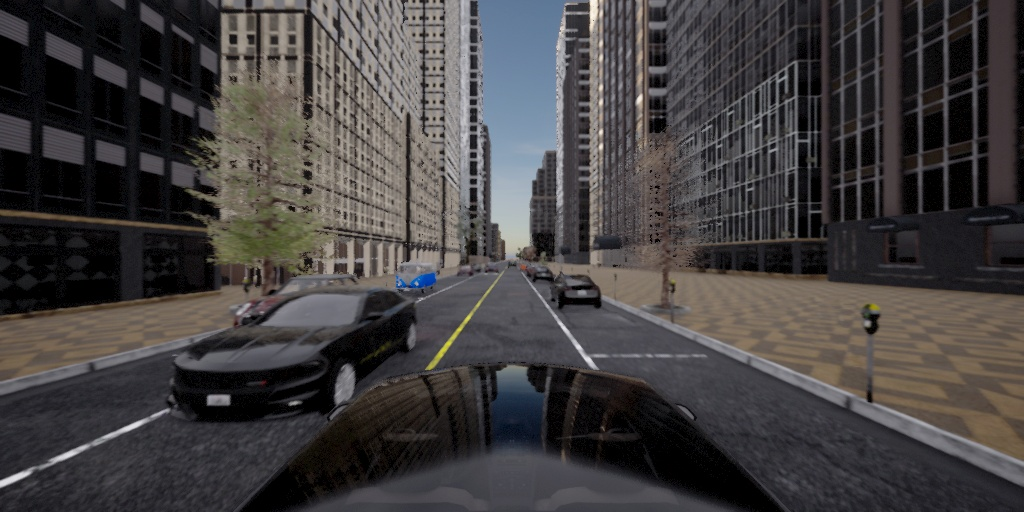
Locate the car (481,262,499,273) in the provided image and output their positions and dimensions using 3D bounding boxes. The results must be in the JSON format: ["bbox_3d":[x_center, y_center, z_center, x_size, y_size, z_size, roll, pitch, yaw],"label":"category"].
[{"bbox_3d":[-3.012,1.850,53.546,1.994,1.385,4.181,0,-1,0],"label":"car"}]

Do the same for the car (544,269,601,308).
[{"bbox_3d":[2.703,1.465,15.846,1.948,1.339,4.313,0,0,0],"label":"car"}]

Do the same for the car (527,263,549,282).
[{"bbox_3d":[2.720,1.641,32.773,1.948,1.339,4.313,0,0,0],"label":"car"}]

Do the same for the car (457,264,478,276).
[{"bbox_3d":[-5.650,1.770,44.067,1.802,1.307,4.207,0,0,0],"label":"car"}]

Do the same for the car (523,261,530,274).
[{"bbox_3d":[2.730,1.631,44.058,1.967,1.591,4.097,0,0,0],"label":"car"}]

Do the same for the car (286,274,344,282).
[{"bbox_3d":[-5.683,1.277,10.221,1.967,1.591,4.097,0,0,0],"label":"car"}]

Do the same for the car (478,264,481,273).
[{"bbox_3d":[-5.640,1.870,55.349,1.948,1.339,4.313,0,0,0],"label":"car"}]

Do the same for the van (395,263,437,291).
[{"bbox_3d":[-5.673,1.296,21.503,1.690,1.789,3.998,0,0,0],"label":"van"}]

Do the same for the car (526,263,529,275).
[{"bbox_3d":[2.725,1.715,38.416,1.802,1.307,4.207,0,0,0],"label":"car"}]

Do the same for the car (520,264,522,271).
[{"bbox_3d":[2.446,1.731,62.227,2.097,1.767,4.553,0,-1,0],"label":"car"}]

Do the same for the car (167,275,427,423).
[{"bbox_3d":[-3.091,1.275,6.288,1.882,1.535,5.008,0,-1,0],"label":"car"}]
